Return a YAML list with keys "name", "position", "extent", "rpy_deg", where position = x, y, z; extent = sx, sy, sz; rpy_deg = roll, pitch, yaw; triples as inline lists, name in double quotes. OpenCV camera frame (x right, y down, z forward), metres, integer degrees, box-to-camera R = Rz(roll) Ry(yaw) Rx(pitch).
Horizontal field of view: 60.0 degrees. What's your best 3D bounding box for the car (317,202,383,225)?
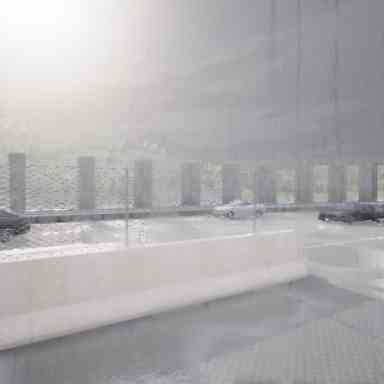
- name: "car"
  position: [11.179, 1.420, 23.051]
  extent: [5.357, 1.411, 2.033]
  rpy_deg: [0, 0, -28]
